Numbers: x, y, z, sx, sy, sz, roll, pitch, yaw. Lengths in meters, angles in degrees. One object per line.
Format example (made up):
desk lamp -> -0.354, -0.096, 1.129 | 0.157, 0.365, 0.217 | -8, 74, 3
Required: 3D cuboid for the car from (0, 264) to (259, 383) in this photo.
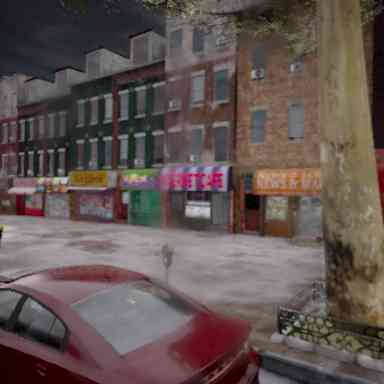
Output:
car -> -1.486, 1.545, 3.852 | 4.507, 1.381, 1.887 | 0, 1, 36
